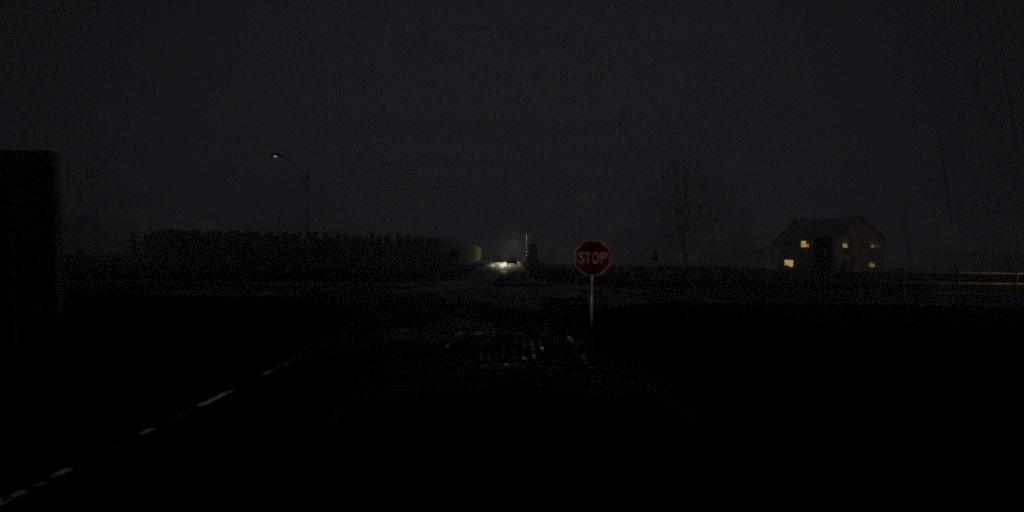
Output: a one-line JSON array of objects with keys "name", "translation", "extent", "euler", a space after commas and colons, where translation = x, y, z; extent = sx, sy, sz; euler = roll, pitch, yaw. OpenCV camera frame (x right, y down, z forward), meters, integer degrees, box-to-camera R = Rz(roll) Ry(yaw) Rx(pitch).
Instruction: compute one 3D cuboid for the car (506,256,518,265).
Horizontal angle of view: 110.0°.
[{"name": "car", "translation": [0.011, 0.843, 64.753], "extent": [1.882, 1.535, 5.008], "euler": [0, 0, 0]}]
